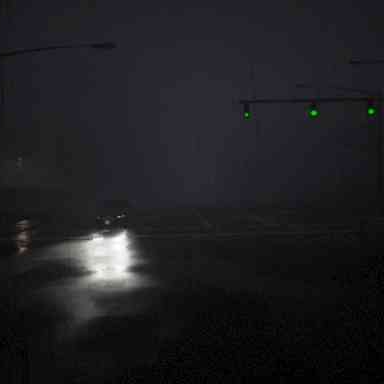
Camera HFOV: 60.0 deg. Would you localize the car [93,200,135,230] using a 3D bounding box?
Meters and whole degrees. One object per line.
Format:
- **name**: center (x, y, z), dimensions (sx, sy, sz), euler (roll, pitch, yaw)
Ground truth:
- **car**: center (-4.496, 1.260, 19.589), dimensions (2.128, 1.511, 4.902), euler (-2, 1, -3)
